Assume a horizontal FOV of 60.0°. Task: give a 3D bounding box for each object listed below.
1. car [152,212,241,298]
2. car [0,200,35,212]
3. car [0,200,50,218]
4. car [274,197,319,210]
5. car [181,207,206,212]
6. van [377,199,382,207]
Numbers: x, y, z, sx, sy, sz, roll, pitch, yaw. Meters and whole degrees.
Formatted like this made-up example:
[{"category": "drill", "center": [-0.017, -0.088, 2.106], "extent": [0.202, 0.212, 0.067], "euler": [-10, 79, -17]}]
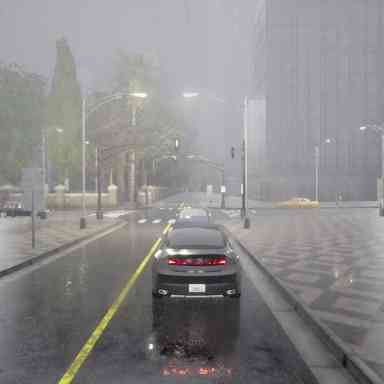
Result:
[{"category": "car", "center": [0.093, 1.500, 8.475], "extent": [1.837, 1.490, 4.892], "euler": [0, 0, 0]}, {"category": "car", "center": [-20.453, 1.587, 38.046], "extent": [4.206, 1.307, 1.802], "euler": [0, 1, 0]}, {"category": "car", "center": [-14.960, 1.592, 29.492], "extent": [4.403, 1.369, 2.008], "euler": [0, 1, 0]}, {"category": "car", "center": [11.893, 1.292, 37.883], "extent": [4.829, 1.417, 1.752], "euler": [-1, 1, 0]}, {"category": "car", "center": [0.075, 1.527, 18.206], "extent": [2.033, 1.411, 5.357], "euler": [0, 0, 1]}, {"category": "van", "center": [23.301, 0.986, 37.822], "extent": [3.998, 1.788, 1.690], "euler": [-1, 1, 0]}]
